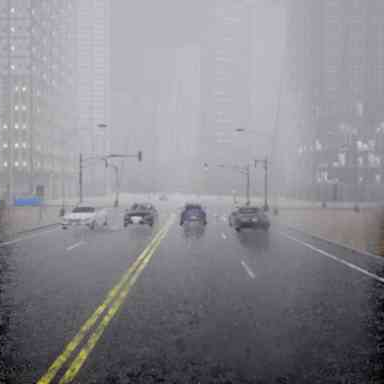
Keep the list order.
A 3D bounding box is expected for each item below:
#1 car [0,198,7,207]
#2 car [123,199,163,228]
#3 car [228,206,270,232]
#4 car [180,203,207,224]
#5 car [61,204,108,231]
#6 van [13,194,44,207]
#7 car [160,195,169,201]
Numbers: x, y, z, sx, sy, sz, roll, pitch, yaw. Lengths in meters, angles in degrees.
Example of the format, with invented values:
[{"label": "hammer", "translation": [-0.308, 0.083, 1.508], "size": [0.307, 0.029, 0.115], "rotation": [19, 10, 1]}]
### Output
[{"label": "car", "translation": [-28.197, 1.359, 46.198], "size": [4.507, 1.381, 1.887], "rotation": [0, 0, 1]}, {"label": "car", "translation": [-3.318, 1.487, 22.306], "size": [2.128, 1.511, 4.902], "rotation": [0, 0, 0]}, {"label": "car", "translation": [3.349, 1.542, 20.188], "size": [2.033, 1.411, 5.357], "rotation": [0, 0, 0]}, {"label": "car", "translation": [0.097, 1.518, 24.388], "size": [1.812, 1.442, 4.674], "rotation": [0, 0, 0]}, {"label": "car", "translation": [-6.574, 1.520, 20.899], "size": [1.812, 1.442, 4.674], "rotation": [0, 0, 0]}, {"label": "van", "translation": [-22.658, 1.180, 46.152], "size": [3.998, 1.788, 1.690], "rotation": [0, 0, 1]}, {"label": "car", "translation": [-6.519, 1.443, 78.275], "size": [2.033, 1.411, 5.357], "rotation": [0, 0, 0]}]
